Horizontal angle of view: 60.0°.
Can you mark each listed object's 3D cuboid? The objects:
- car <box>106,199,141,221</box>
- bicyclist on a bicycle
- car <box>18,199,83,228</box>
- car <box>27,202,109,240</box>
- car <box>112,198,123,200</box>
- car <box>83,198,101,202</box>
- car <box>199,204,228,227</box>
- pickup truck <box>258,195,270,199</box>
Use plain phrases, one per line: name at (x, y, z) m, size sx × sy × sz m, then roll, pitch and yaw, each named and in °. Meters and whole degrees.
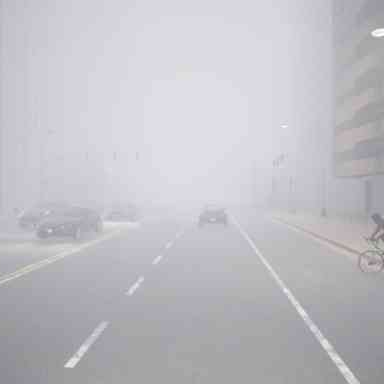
car at (-5.408, 1.546, 26.643) m, size 1.994 × 1.385 × 4.181 m, roll 0°, pitch 0°, yaw 3°
bicyclist on a bicycle at (5.178, 1.363, 8.836) m, size 1.656 × 1.620 × 0.582 m, roll -9°, pitch -1°, yaw 4°
car at (-9.277, 1.337, 21.766) m, size 2.097 × 1.767 × 4.553 m, roll 0°, pitch 0°, yaw 4°
car at (-6.094, 1.495, 17.067) m, size 1.837 × 1.490 × 4.892 m, roll 0°, pitch 0°, yaw 4°
car at (-10.308, 1.534, 45.951) m, size 4.181 × 1.385 × 1.994 m, roll 0°, pitch 0°, yaw 28°
car at (-8.825, 1.334, 27.808) m, size 2.097 × 1.767 × 4.553 m, roll 0°, pitch 0°, yaw 4°
car at (1.468, 1.512, 22.768) m, size 1.812 × 1.442 × 4.674 m, roll 0°, pitch 0°, yaw 4°
pickup truck at (18.811, 1.007, 89.147) m, size 2.390 × 2.098 × 6.274 m, roll 0°, pitch 0°, yaw 34°
